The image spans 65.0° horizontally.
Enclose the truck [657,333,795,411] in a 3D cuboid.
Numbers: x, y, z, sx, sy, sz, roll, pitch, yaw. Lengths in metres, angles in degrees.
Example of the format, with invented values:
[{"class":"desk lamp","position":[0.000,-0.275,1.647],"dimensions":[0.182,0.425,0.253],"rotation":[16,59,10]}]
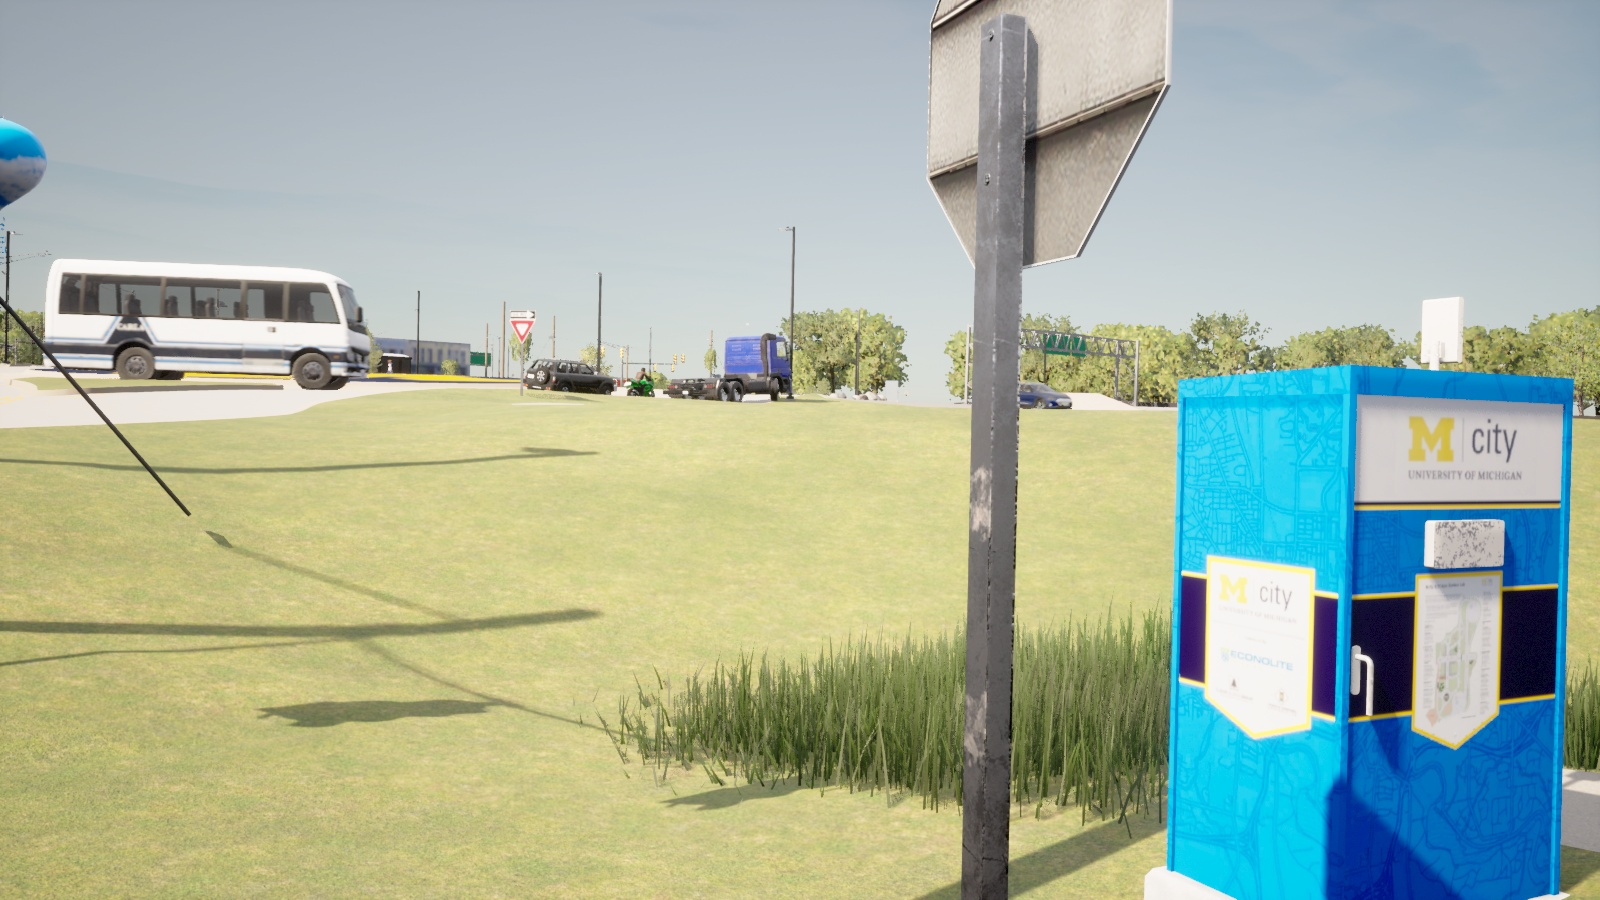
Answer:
[{"class":"truck","position":[-3.503,-3.939,62.124],"dimensions":[2.891,3.462,7.936],"rotation":[-1,5,29]}]

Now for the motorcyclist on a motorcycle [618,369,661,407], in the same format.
[{"class":"motorcyclist on a motorcycle","position":[-6.850,-2.639,53.777],"dimensions":[0.797,1.523,2.044],"rotation":[0,1,28]}]

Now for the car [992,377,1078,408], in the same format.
[{"class":"car","position":[13.226,-3.287,70.984],"dimensions":[2.033,1.649,4.856],"rotation":[-2,4,-32]}]

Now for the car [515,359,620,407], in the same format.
[{"class":"car","position":[-10.478,-2.986,56.888],"dimensions":[1.932,1.855,4.605],"rotation":[9,5,31]}]

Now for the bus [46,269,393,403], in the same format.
[{"class":"bus","position":[-19.871,-3.833,43.835],"dimensions":[10.273,4.253,3.944],"rotation":[0,1,-8]}]
